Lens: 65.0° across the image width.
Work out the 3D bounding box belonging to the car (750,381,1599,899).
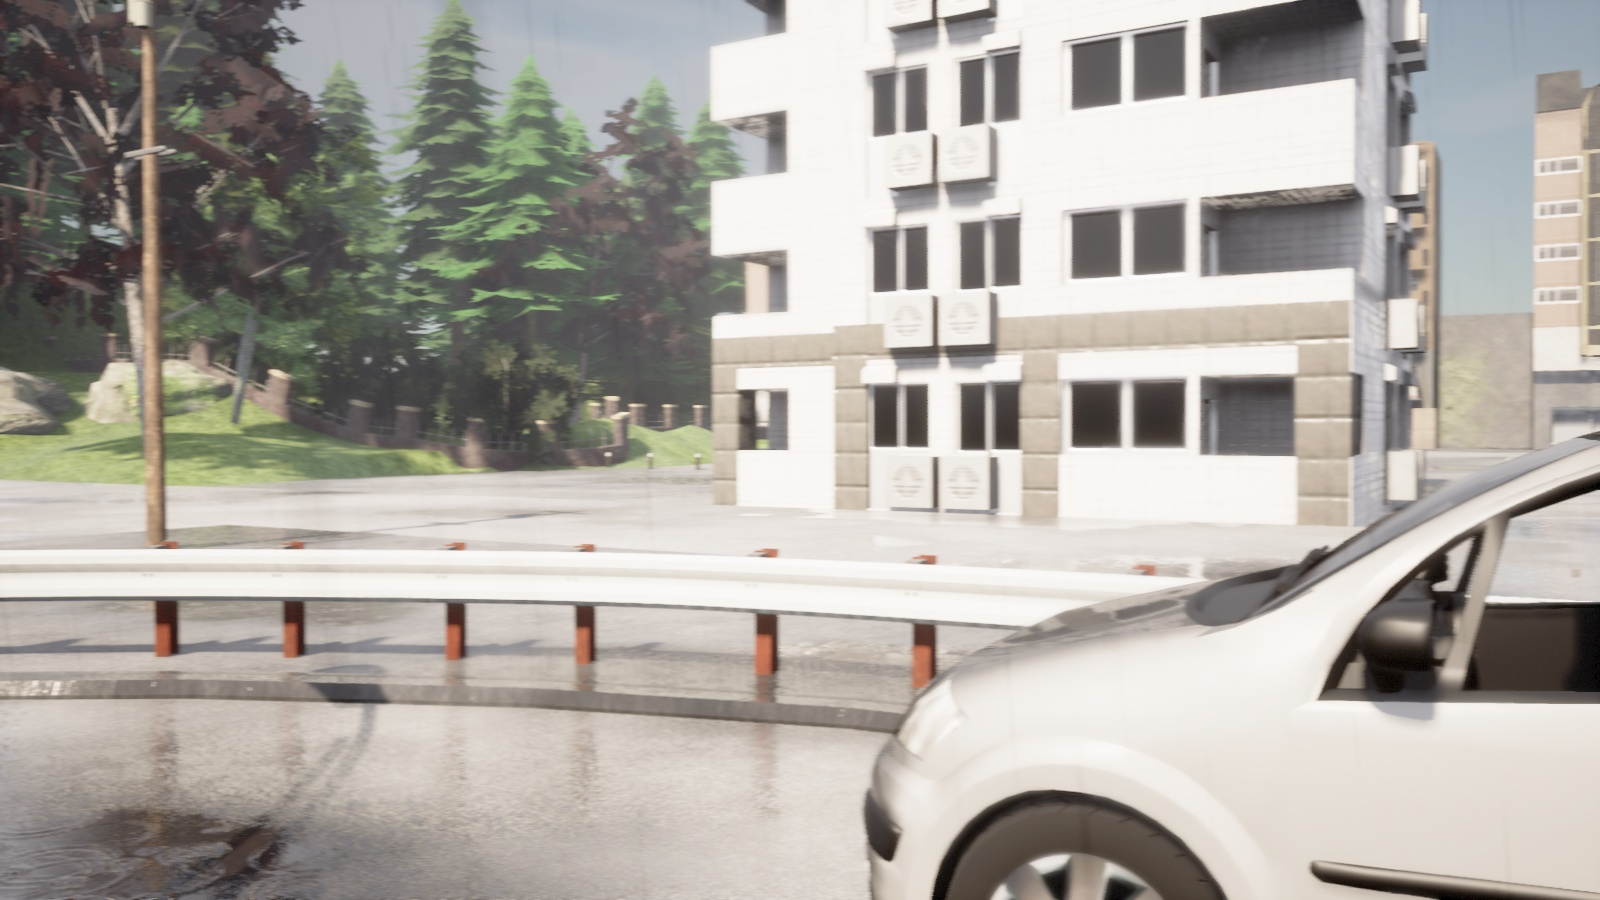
[{"bbox_3d":[2.068,0.670,3.067,3.988,1.617,1.851,1,1,28],"label":"car"}]
